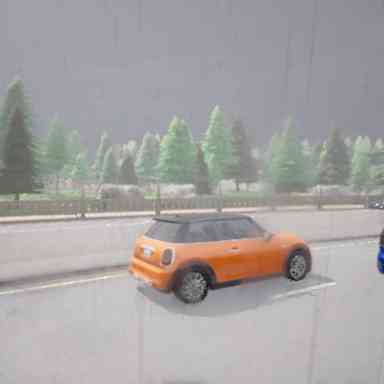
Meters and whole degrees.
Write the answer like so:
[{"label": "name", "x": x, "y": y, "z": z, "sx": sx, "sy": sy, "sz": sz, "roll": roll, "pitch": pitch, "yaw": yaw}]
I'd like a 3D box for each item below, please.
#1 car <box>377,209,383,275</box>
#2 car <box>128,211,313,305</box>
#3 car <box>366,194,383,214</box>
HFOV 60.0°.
[{"label": "car", "x": 6.621, "y": 1.146, "z": 7.534, "sx": 5.566, "sy": 2.045, "sz": 2.150, "roll": 0, "pitch": 0, "yaw": -29}, {"label": "car", "x": 0.847, "y": 1.307, "z": 8.187, "sx": 4.553, "sy": 1.767, "sz": 2.097, "roll": -1, "pitch": 0, "yaw": -32}, {"label": "car", "x": 19.208, "y": 1.084, "z": 31.680, "sx": 4.553, "sy": 1.767, "sz": 2.097, "roll": 0, "pitch": 0, "yaw": -16}]
